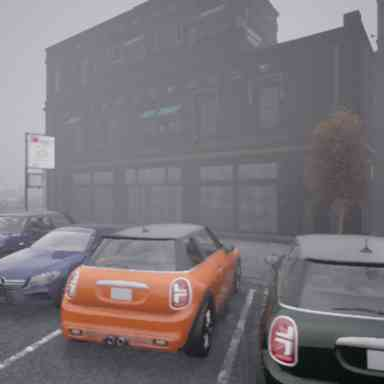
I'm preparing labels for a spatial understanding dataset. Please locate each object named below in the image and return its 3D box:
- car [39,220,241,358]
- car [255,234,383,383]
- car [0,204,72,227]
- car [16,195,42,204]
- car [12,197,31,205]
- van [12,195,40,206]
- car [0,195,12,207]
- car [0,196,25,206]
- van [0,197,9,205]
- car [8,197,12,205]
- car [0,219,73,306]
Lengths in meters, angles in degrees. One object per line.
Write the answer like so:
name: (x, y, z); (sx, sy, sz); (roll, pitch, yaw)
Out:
car: (-0.346, 1.374, 6.367); (2.185, 1.767, 4.553); (0, -1, 16)
car: (2.092, 1.362, 4.618); (2.185, 1.767, 4.553); (0, -1, 16)
car: (-5.199, 1.399, 9.925); (2.185, 1.767, 4.553); (0, -1, 16)
car: (-22.123, 1.433, 45.135); (5.566, 2.045, 2.435); (0, 1, 14)
car: (-23.779, 1.713, 42.674); (4.792, 1.488, 2.163); (1, 1, 14)
van: (-31.078, 1.545, 62.307); (4.442, 1.987, 1.878); (-1, 0, 14)
car: (-34.321, 1.514, 57.280); (5.566, 2.045, 2.435); (-1, -1, 14)
car: (-32.685, 1.642, 59.793); (4.553, 1.767, 2.185); (-1, -1, 14)
van: (-10.075, 1.326, 13.506); (1.878, 1.987, 4.442); (0, -1, 15)
car: (-25.380, 1.431, 40.234); (5.566, 2.045, 2.435); (1, 0, 14)
car: (-2.772, 1.552, 8.146); (2.002, 1.452, 4.674); (0, -1, 16)
